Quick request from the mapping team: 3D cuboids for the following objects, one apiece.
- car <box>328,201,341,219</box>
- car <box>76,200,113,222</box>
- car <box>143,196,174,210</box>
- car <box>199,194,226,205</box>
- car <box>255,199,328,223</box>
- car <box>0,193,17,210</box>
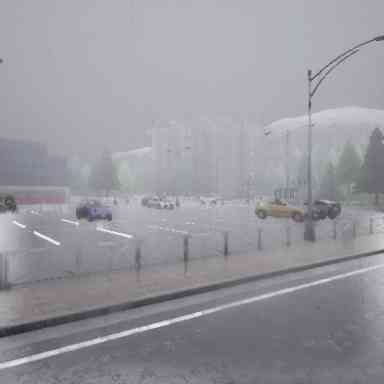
[{"bbox_3d":[9.520,1.336,26.641,2.007,1.523,4.514,0,0,-36],"label":"car"},{"bbox_3d":[-7.088,1.315,24.046,1.845,1.501,3.633,0,0,-36],"label":"car"},{"bbox_3d":[-3.802,1.380,39.979,1.970,1.475,3.806,0,0,-36],"label":"car"},{"bbox_3d":[3.566,1.323,58.647,2.150,2.045,5.566,0,0,-36],"label":"car"},{"bbox_3d":[7.008,1.326,24.762,2.152,1.636,5.027,0,0,-36],"label":"car"},{"bbox_3d":[-20.877,1.093,36.970,1.932,1.855,4.605,0,0,-36],"label":"car"}]
